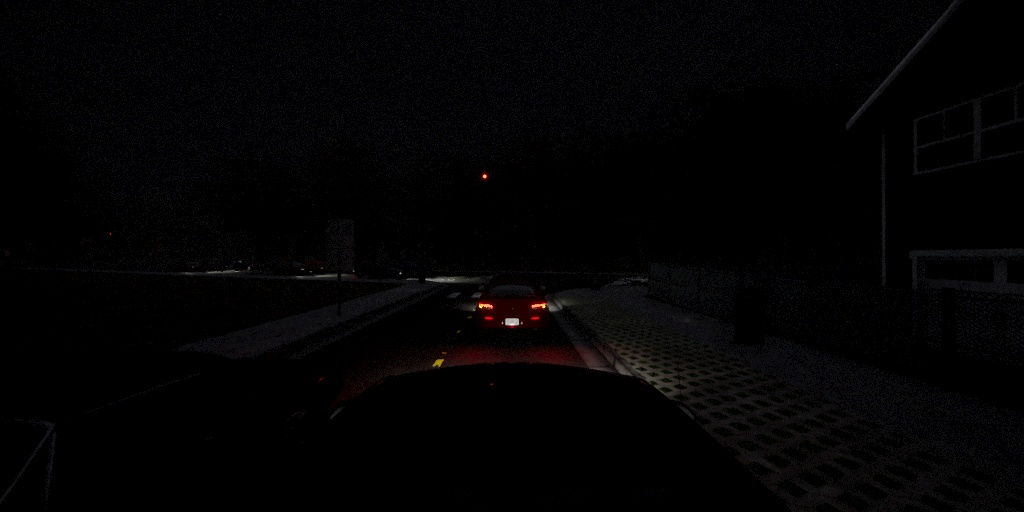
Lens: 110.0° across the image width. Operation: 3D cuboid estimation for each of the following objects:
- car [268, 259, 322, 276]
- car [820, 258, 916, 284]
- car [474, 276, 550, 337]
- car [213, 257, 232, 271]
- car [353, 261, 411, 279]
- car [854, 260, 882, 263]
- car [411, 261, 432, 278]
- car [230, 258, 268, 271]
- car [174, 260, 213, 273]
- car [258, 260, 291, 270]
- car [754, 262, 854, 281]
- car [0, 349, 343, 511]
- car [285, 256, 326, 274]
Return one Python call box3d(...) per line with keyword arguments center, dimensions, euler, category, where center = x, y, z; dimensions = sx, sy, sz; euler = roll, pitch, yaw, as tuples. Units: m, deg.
box3d(center=(-21.994, 1.282, 36.334), dimensions=(4.674, 1.442, 1.812), euler=(0, 0, 23), category="car")
box3d(center=(26.029, 1.061, 26.457), dimensions=(4.553, 1.767, 2.097), euler=(0, 0, 23), category="car")
box3d(center=(0.006, 1.276, 10.166), dimensions=(1.812, 1.442, 4.674), euler=(0, 0, 0), category="car")
box3d(center=(-40.170, 1.259, 47.803), dimensions=(5.008, 1.535, 1.882), euler=(0, 0, 24), category="car")
box3d(center=(-11.902, 1.236, 31.982), dimensions=(4.902, 1.511, 2.128), euler=(0, 0, 23), category="car")
box3d(center=(24.436, 1.176, 23.604), dimensions=(5.008, 1.535, 1.882), euler=(0, 0, 23), category="car")
box3d(center=(-10.062, 1.232, 34.724), dimensions=(5.008, 1.535, 1.882), euler=(0, 0, 25), category="car")
box3d(center=(-36.423, 1.356, 49.801), dimensions=(4.181, 1.385, 1.994), euler=(0, 0, 24), category="car")
box3d(center=(-39.328, 1.296, 43.876), dimensions=(4.674, 1.442, 1.812), euler=(0, 0, 24), category="car")
box3d(center=(-34.845, 1.329, 52.655), dimensions=(4.674, 1.442, 1.812), euler=(0, 0, 24), category="car")
box3d(center=(17.714, 1.248, 22.747), dimensions=(5.357, 1.411, 2.033), euler=(0, 0, 23), category="car")
box3d(center=(-2.843, 1.351, 1.823), dimensions=(1.895, 1.301, 4.718), euler=(0, 0, 0), category="car")
box3d(center=(-23.379, 0.993, 40.472), dimensions=(5.566, 2.045, 2.150), euler=(0, 0, 23), category="car")
